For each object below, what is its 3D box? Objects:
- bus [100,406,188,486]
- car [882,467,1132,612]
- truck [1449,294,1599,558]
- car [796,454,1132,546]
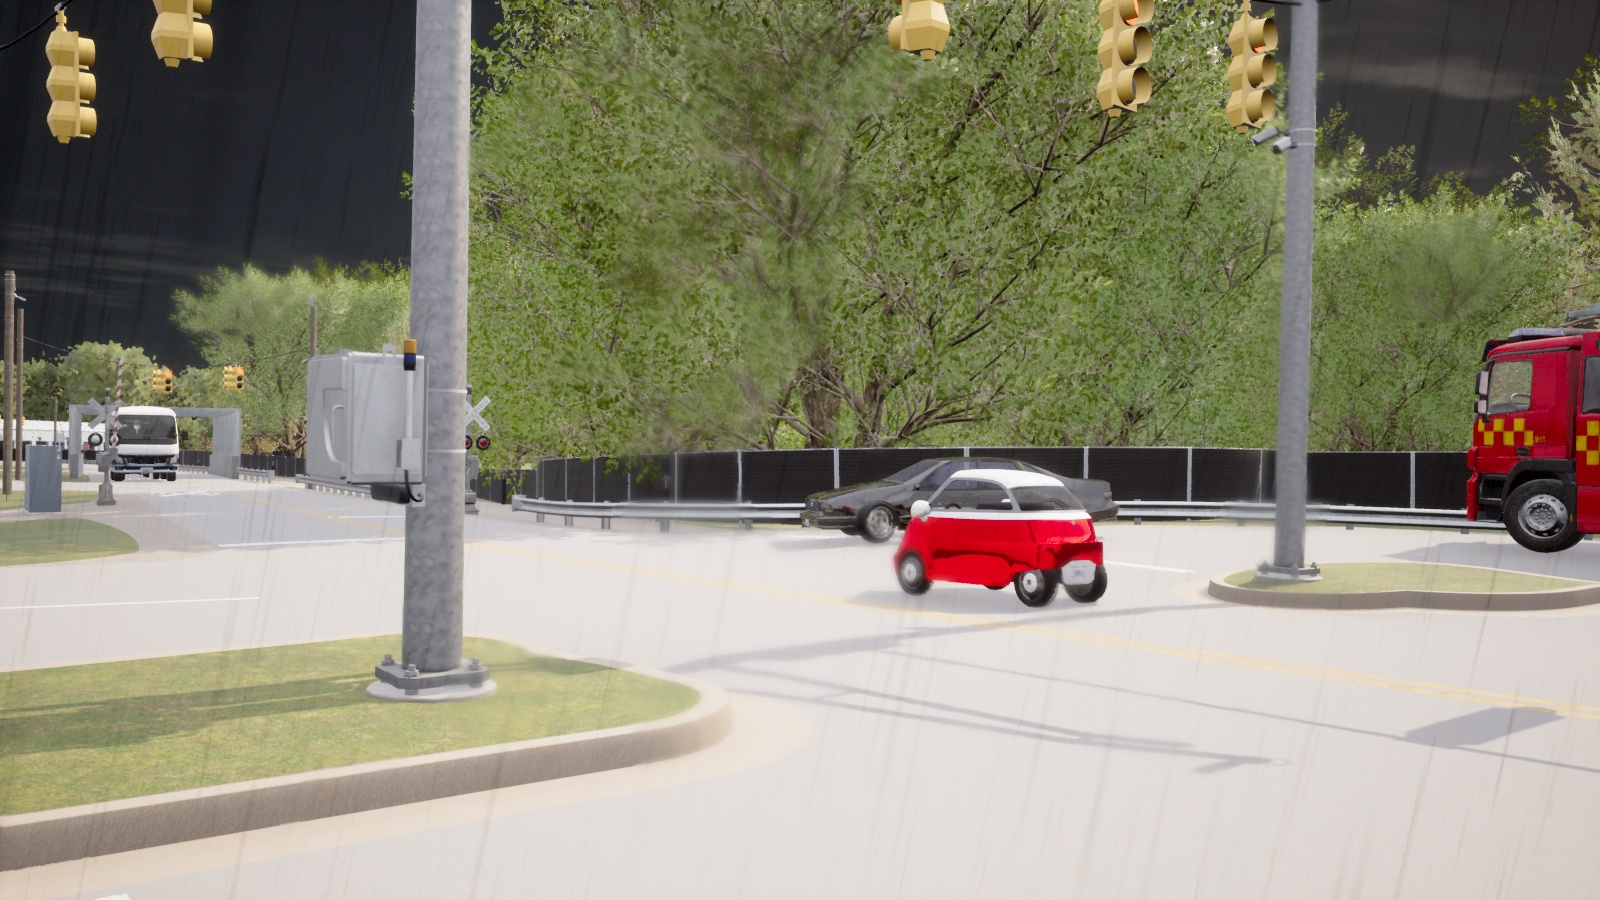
[{"bbox_3d":[-38.096,-0.189,72.724,3.944,4.253,10.273,0,0,-31],"label":"bus"},{"bbox_3d":[2.158,0.876,13.366,1.481,1.376,2.207,1,-1,-36],"label":"car"},{"bbox_3d":[13.218,-0.340,17.422,2.891,3.827,8.468,0,1,-10],"label":"truck"},{"bbox_3d":[2.763,0.806,21.676,5.357,1.411,2.033,-1,0,-11],"label":"car"}]
